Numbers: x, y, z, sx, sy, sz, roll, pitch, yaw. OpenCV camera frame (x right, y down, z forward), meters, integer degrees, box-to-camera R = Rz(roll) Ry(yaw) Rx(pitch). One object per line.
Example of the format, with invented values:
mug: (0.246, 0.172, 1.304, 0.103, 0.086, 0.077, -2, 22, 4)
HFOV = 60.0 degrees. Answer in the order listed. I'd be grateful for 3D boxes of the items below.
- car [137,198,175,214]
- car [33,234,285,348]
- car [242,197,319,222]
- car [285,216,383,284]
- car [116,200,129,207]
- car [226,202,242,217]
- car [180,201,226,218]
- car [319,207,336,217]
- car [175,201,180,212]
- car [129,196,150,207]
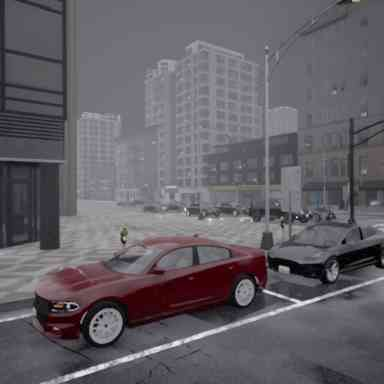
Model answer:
car: (-4.849, 1.989, 44.004, 2.128, 1.511, 4.902, 0, 0, -35)
car: (-0.527, 1.543, 6.277, 4.507, 1.381, 1.887, 0, 0, -35)
car: (7.041, 1.464, 27.186, 2.150, 2.045, 5.566, 0, -1, -35)
car: (4.068, 1.560, 9.554, 4.313, 1.339, 1.947, 0, 0, -35)
car: (-13.890, 2.273, 68.354, 2.033, 1.411, 5.357, 0, 0, -35)
car: (4.374, 1.847, 36.581, 1.837, 1.490, 4.892, 0, -1, -36)
car: (1.091, 1.879, 35.601, 1.837, 1.490, 4.892, 0, 0, -35)
car: (10.095, 1.780, 28.499, 1.994, 1.385, 4.181, 0, -1, -36)
car: (-1.856, 1.965, 45.401, 2.128, 1.511, 4.902, 0, -1, -35)
car: (-10.352, 1.915, 68.975, 2.150, 2.045, 5.566, 0, 0, -35)
